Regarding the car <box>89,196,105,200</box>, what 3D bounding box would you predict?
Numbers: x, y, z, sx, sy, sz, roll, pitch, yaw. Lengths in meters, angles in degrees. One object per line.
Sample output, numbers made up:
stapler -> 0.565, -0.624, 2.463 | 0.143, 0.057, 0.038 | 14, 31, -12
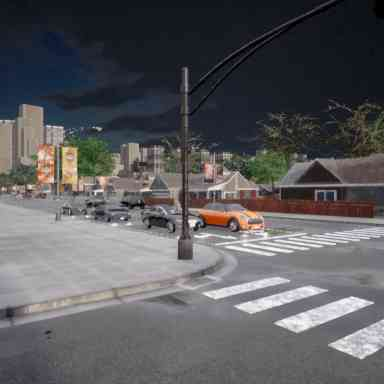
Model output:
car -> -14.844, 1.772, 51.017 | 1.882, 1.535, 5.008 | 0, 0, -35

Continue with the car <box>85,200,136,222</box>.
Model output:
car -> -7.092, 1.710, 28.556 | 2.033, 1.411, 5.357 | 0, 0, -36

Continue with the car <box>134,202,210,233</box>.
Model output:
car -> -1.377, 1.592, 20.540 | 2.128, 1.511, 4.902 | 0, 0, -35

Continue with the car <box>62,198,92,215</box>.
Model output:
car -> -13.105, 1.730, 37.033 | 1.837, 1.490, 4.892 | 0, 0, -35

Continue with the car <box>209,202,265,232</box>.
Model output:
car -> 2.366, 1.440, 20.911 | 2.097, 1.767, 4.553 | 0, 0, -36

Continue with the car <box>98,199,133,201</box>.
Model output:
car -> -8.460, 1.767, 36.107 | 1.994, 1.385, 4.181 | 0, 0, -35

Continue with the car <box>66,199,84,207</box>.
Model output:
car -> -21.141, 1.956, 59.872 | 1.895, 1.301, 4.718 | 0, 0, -35

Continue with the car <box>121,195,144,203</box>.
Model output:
car -> -8.780, 1.483, 48.105 | 2.150, 2.045, 5.566 | 0, 0, -34
